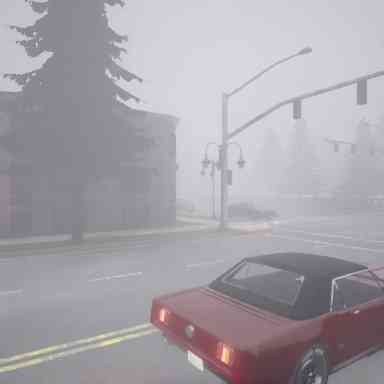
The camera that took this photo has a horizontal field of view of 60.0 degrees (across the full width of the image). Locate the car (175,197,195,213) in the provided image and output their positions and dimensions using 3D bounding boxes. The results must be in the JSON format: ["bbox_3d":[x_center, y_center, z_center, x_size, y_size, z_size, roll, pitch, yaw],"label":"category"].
[{"bbox_3d":[-1.561,1.491,37.806,2.128,1.511,4.902,0,0,-33],"label":"car"}]

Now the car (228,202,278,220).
[{"bbox_3d":[4.740,1.547,28.220,2.033,1.411,5.357,0,0,-33],"label":"car"}]

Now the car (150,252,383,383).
[{"bbox_3d":[1.881,1.601,4.976,4.718,1.301,1.895,0,0,-34],"label":"car"}]

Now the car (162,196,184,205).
[{"bbox_3d":[-3.420,1.526,60.039,1.812,1.442,4.674,0,0,-33],"label":"car"}]
